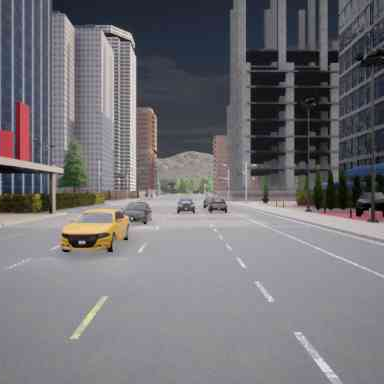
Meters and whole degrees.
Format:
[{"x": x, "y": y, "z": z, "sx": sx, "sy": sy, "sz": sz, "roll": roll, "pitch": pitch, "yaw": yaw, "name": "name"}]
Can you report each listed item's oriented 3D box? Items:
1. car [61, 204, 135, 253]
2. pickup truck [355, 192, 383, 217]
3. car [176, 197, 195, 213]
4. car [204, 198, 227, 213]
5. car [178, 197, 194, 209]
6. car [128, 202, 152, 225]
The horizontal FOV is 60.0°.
[{"x": -3.859, "y": 1.478, "z": 13.990, "sx": 1.882, "sy": 1.535, "sz": 5.008, "roll": 0, "pitch": 0, "yaw": -1, "name": "car"}, {"x": 16.030, "y": 1.059, "z": 29.562, "sx": 2.390, "sy": 2.098, "sz": 6.274, "roll": 0, "pitch": 0, "yaw": 29, "name": "pickup truck"}, {"x": -0.634, "y": 1.526, "z": 36.084, "sx": 1.812, "sy": 1.442, "sz": 4.674, "roll": 0, "pitch": 0, "yaw": -1, "name": "car"}, {"x": 2.811, "y": 1.491, "z": 37.185, "sx": 2.128, "sy": 1.511, "sz": 4.902, "roll": 0, "pitch": 0, "yaw": -1, "name": "car"}, {"x": -0.859, "y": 1.491, "z": 46.024, "sx": 2.128, "sy": 1.511, "sz": 4.902, "roll": 0, "pitch": 0, "yaw": -1, "name": "car"}, {"x": -3.997, "y": 1.505, "z": 24.209, "sx": 1.837, "sy": 1.490, "sz": 4.892, "roll": 0, "pitch": 0, "yaw": -1, "name": "car"}]
